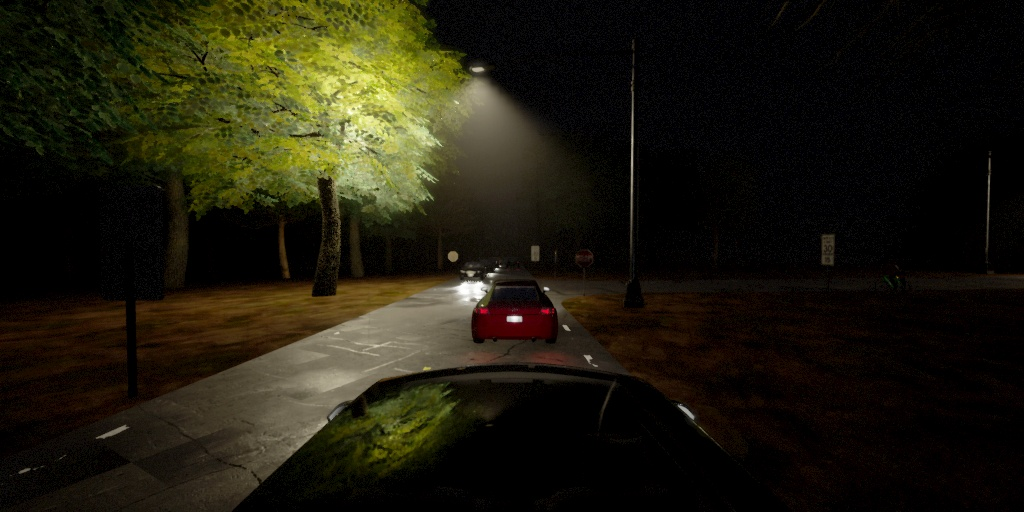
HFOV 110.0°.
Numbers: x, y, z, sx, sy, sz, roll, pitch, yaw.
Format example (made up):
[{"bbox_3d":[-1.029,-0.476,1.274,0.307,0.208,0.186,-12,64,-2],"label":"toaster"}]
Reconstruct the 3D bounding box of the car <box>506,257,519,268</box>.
[{"bbox_3d":[0.102,0.944,56.712,2.097,1.767,4.553,0,0,0],"label":"car"}]

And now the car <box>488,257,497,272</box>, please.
[{"bbox_3d":[-3.093,1.141,42.001,1.882,1.535,5.008,0,0,0],"label":"car"}]

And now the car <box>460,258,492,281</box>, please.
[{"bbox_3d":[-3.095,1.190,29.340,2.128,1.511,4.902,1,0,0],"label":"car"}]

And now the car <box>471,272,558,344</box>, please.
[{"bbox_3d":[0.088,1.308,9.631,1.994,1.385,4.181,0,0,1],"label":"car"}]

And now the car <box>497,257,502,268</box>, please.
[{"bbox_3d":[-3.068,0.953,55.127,2.097,1.767,4.553,0,0,0],"label":"car"}]

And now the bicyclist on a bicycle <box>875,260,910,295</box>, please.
[{"bbox_3d":[18.546,1.038,17.518,0.582,1.620,1.656,-1,0,0],"label":"bicyclist on a bicycle"}]
